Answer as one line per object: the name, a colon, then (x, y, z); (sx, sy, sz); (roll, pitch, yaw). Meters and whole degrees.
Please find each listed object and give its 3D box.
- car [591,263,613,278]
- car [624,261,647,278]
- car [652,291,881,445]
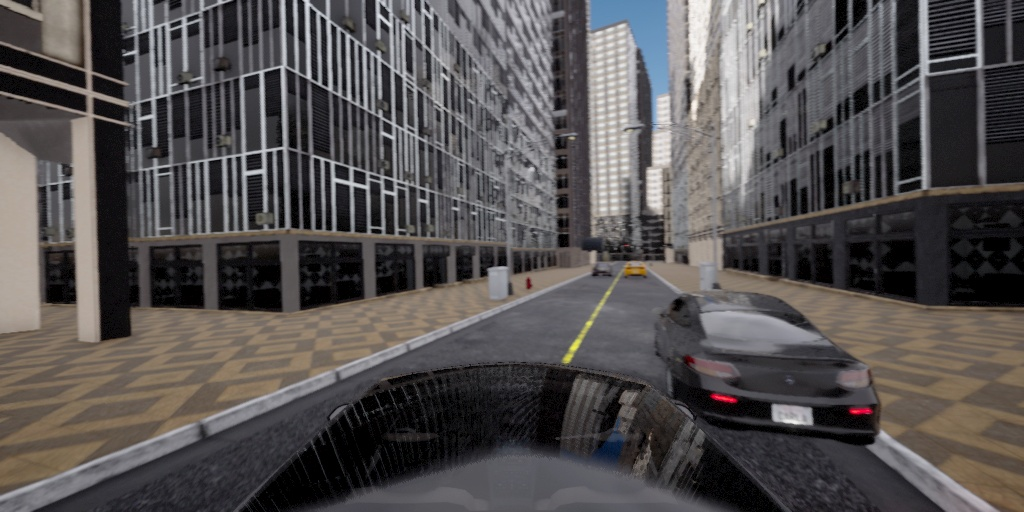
car: (9.135, 1.400, 36.127); (2.033, 1.411, 5.357); (-1, -1, 18)
car: (11.609, 1.262, 33.813); (1.882, 1.535, 5.008); (-1, -1, 18)
car: (3.196, 1.242, 5.362); (1.812, 1.442, 4.674); (-1, 0, 18)
